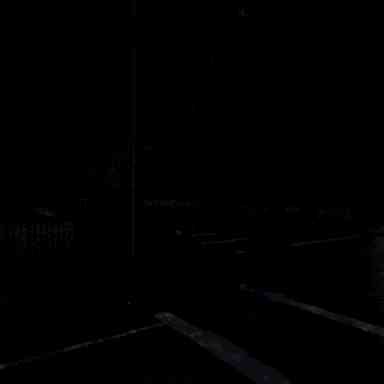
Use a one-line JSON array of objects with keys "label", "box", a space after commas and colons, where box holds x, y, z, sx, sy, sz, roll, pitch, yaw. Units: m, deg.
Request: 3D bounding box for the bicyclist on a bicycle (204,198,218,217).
[{"label": "bicyclist on a bicycle", "box": [1.660, 1.330, 28.981, 1.656, 1.620, 0.582, 0, 0, -36]}]

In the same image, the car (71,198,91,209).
[{"label": "car", "box": [-15.481, 1.552, 46.333, 1.812, 1.442, 4.674, 0, 0, -32]}]
